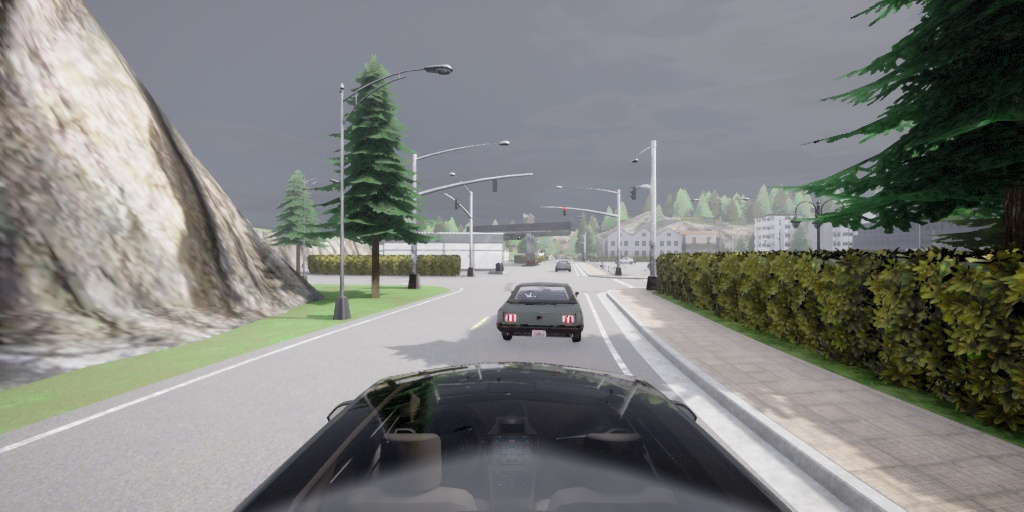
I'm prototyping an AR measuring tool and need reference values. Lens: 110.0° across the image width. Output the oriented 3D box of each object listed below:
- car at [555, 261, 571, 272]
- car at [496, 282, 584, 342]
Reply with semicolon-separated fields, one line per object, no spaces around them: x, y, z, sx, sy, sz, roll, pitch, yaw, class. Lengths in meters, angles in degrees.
6.545;1.314;45.780;1.994;1.385;4.181;0;0;9;car
0.881;1.351;9.770;1.895;1.301;4.718;0;0;8;car
